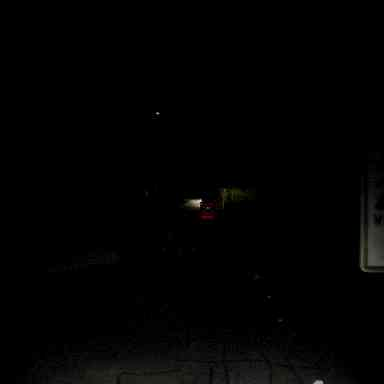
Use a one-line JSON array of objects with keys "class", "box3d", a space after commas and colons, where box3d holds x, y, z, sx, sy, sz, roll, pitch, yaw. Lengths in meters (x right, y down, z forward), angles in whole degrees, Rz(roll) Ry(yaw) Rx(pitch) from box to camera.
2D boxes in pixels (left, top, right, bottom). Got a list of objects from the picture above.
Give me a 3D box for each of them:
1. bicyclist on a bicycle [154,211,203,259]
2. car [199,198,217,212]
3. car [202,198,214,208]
[{"class": "bicyclist on a bicycle", "box3d": [-0.471, 1.453, 11.078, 1.656, 1.620, 0.582, -2, 0, 3]}, {"class": "car", "box3d": [1.907, 1.547, 39.931, 1.837, 1.490, 4.892, 0, 0, 3]}, {"class": "car", "box3d": [2.375, 1.602, 49.931, 1.812, 1.442, 4.674, 0, 0, 3]}]
